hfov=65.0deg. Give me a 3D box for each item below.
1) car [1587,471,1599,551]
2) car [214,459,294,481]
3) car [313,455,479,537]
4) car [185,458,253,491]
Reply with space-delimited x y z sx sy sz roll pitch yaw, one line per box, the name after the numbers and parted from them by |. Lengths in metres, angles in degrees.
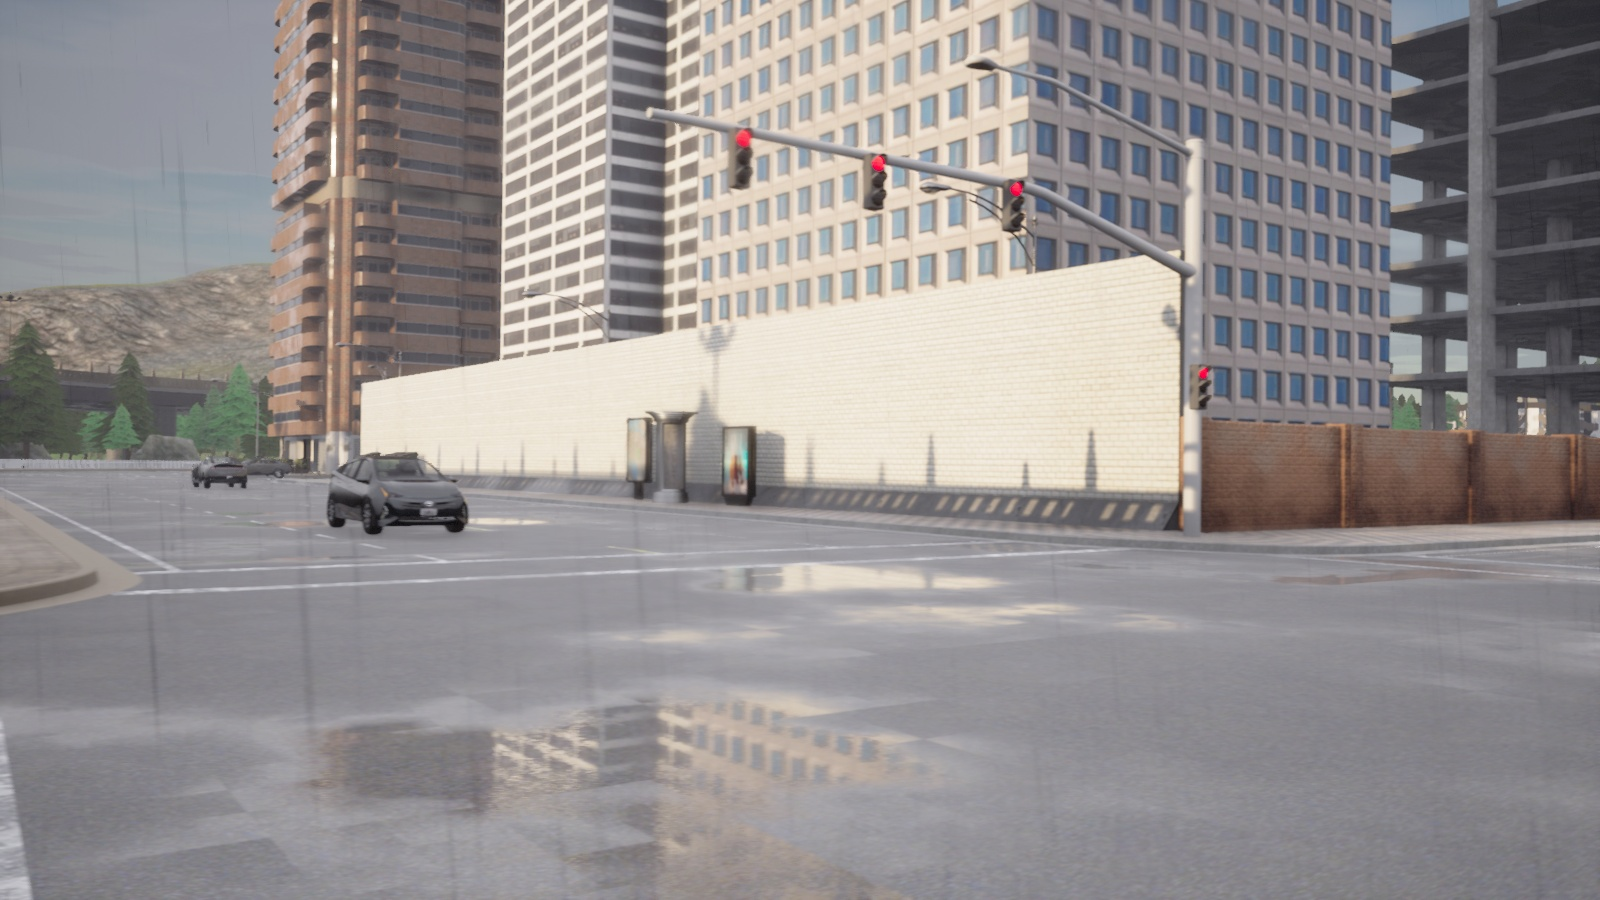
17.342 1.154 24.267 4.892 1.490 1.837 0 -1 -35 | car
-39.543 1.450 90.980 4.902 1.511 2.128 1 -1 -42 | car
-8.409 0.885 25.873 2.007 1.525 4.514 1 -1 -35 | car
-27.732 1.136 59.884 2.128 1.511 4.902 1 -1 -35 | car
